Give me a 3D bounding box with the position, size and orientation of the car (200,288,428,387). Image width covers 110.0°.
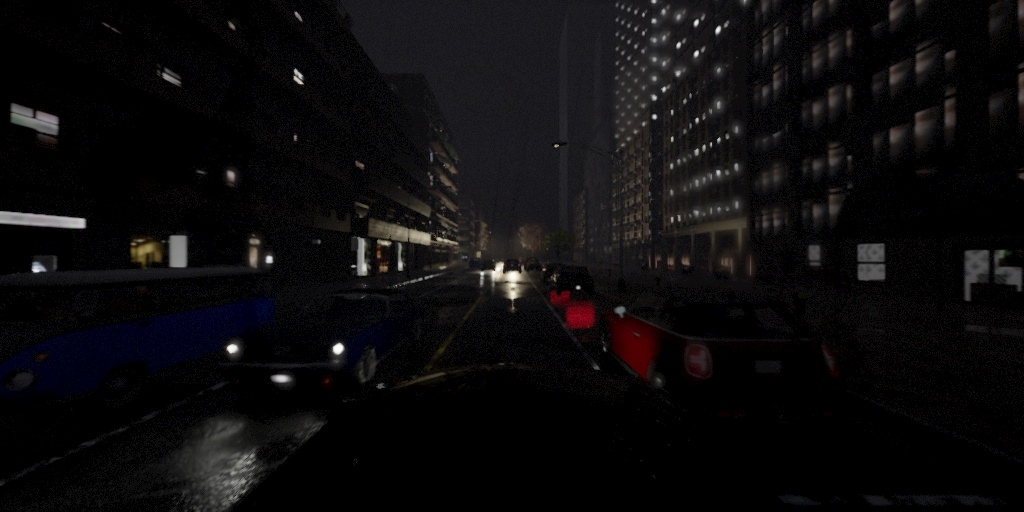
[{"bbox_3d":[-3.101,1.348,7.043,1.895,1.301,4.718,0,0,0],"label":"car"}]

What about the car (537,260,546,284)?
[{"bbox_3d":[3.138,1.249,26.445,1.837,1.490,4.892,0,0,0],"label":"car"}]

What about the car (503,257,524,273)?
[{"bbox_3d":[0.047,1.101,42.709,2.097,1.767,4.553,0,0,0],"label":"car"}]

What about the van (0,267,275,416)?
[{"bbox_3d":[-5.691,1.088,5.706,1.690,1.789,3.998,0,0,0],"label":"van"}]

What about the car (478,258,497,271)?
[{"bbox_3d":[-3.096,1.254,47.718,1.837,1.490,4.892,0,0,0],"label":"car"}]

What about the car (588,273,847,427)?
[{"bbox_3d":[2.691,1.188,5.707,1.967,1.591,4.097,0,0,0],"label":"car"}]

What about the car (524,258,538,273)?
[{"bbox_3d":[2.679,1.300,44.367,2.007,1.370,4.403,0,0,0],"label":"car"}]

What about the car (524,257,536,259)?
[{"bbox_3d":[2.677,1.067,49.890,2.192,1.841,5.009,0,0,0],"label":"car"}]

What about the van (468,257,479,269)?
[{"bbox_3d":[-5.706,1.095,55.410,1.690,1.789,3.998,0,0,0],"label":"van"}]

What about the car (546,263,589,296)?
[{"bbox_3d":[3.141,1.248,19.445,1.837,1.490,4.892,0,0,0],"label":"car"}]
